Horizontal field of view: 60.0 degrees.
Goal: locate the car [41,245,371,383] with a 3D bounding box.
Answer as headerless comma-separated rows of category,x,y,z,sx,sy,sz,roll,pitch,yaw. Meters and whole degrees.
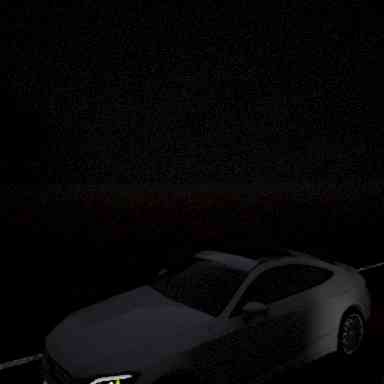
car,0.568,1.511,4.397,4.674,1.442,1.812,0,0,-36
